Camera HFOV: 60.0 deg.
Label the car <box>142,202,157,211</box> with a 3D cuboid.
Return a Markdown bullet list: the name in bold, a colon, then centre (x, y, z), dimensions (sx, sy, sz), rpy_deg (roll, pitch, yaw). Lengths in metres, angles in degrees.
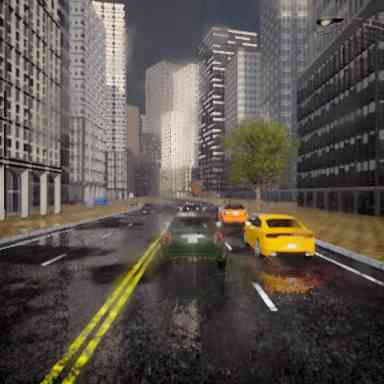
- **car**: centre (-6.576, 2.190, 51.793), dimensions (1.994, 1.385, 4.181), rpy_deg (0, -1, 0)

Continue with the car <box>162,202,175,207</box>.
- **car**: centre (-3.339, 2.196, 49.006), dimensions (1.895, 1.301, 4.718), rpy_deg (0, -1, 0)

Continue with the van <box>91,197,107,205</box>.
- **van**: centre (-22.651, 2.143, 80.463), dimensions (3.998, 1.788, 1.690), rpy_deg (0, 0, 1)

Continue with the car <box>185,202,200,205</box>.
- **car**: centre (0.047, 1.692, 27.163), dimensions (2.097, 1.767, 4.553), rpy_deg (0, -1, 1)

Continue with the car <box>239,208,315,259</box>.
- **car**: centre (3.305, 1.649, 13.420), dimensions (1.882, 1.535, 5.008), rpy_deg (0, 0, 0)

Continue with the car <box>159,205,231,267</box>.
- **car**: centre (0.047, 1.507, 12.163), dimensions (2.097, 1.767, 4.553), rpy_deg (0, -1, 1)

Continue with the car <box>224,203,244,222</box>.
- **car**: centre (3.297, 1.692, 27.160), dimensions (2.097, 1.767, 4.553), rpy_deg (0, -1, 1)

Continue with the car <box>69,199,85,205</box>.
- **car**: centre (-28.190, 2.322, 80.509), dimensions (4.507, 1.381, 1.887), rpy_deg (0, 0, 1)
